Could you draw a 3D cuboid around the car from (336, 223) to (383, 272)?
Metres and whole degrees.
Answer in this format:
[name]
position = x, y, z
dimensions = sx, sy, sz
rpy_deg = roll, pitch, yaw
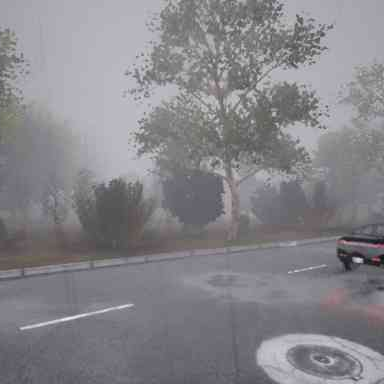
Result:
[car]
position = 6.575, 1.735, 10.490
dimensions = 4.902, 1.511, 2.128
rpy_deg = 2, -3, -34
